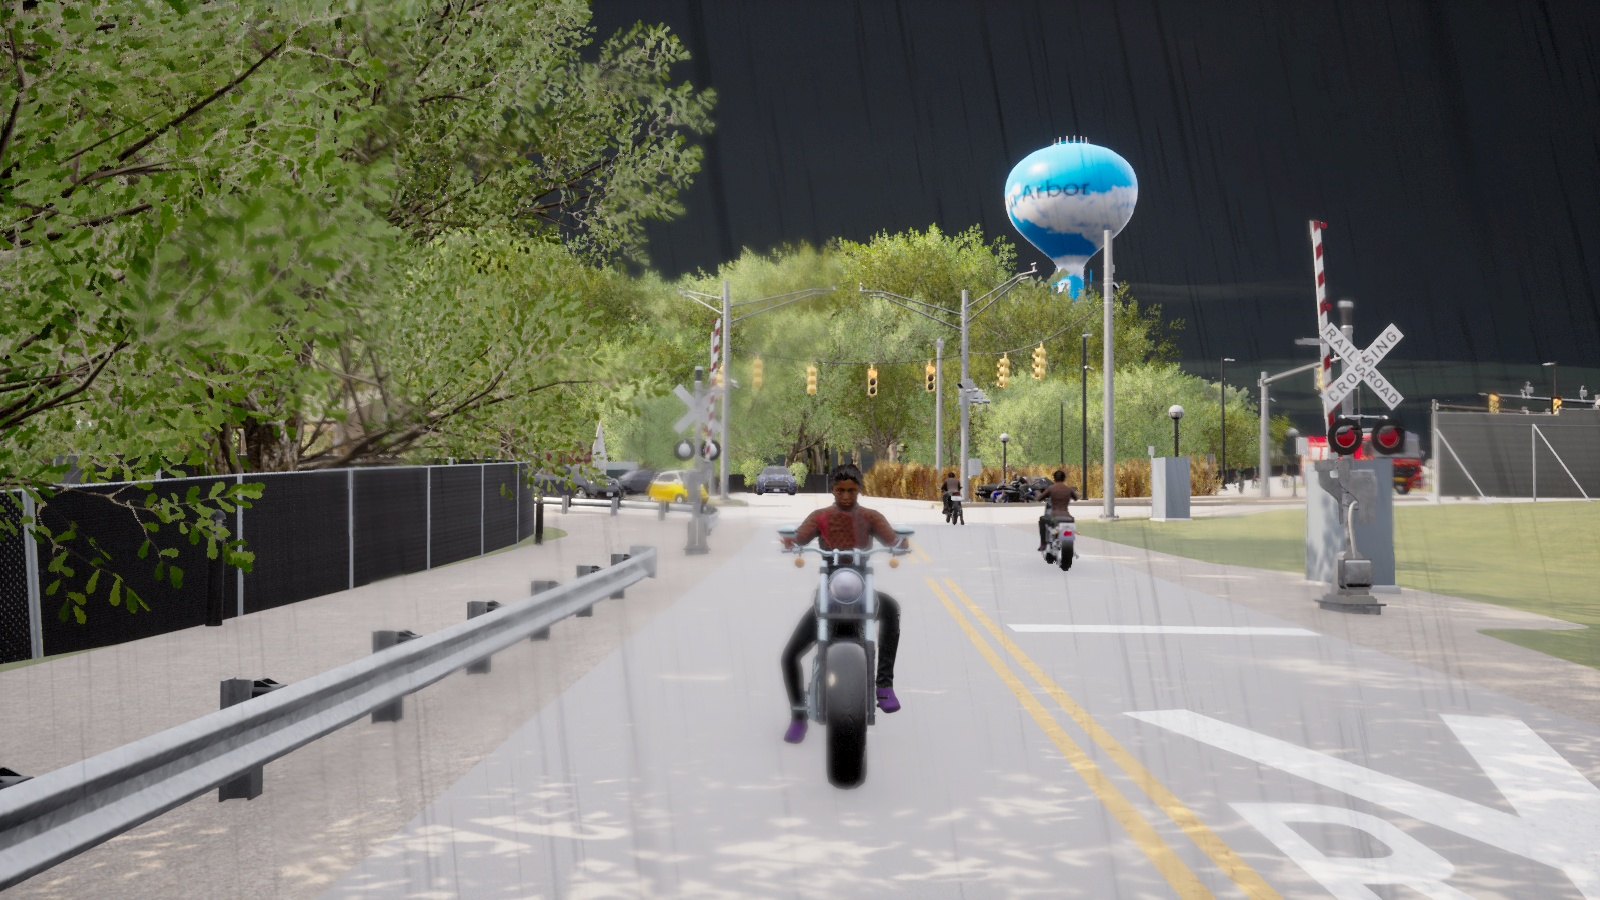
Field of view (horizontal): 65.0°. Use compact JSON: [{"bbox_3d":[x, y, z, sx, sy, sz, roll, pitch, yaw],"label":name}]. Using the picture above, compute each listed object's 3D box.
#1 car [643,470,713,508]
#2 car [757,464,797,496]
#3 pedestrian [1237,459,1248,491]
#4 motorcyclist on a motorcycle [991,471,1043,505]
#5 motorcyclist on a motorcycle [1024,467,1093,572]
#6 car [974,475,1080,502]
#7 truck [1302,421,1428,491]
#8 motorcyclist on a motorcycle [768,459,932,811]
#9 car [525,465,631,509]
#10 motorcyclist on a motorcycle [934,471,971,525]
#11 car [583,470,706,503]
[{"bbox_3d":[-4.659,1.502,47.847,2.207,1.376,1.481,-2,-3,34],"label":"car"},{"bbox_3d":[-1.344,1.677,70.501,2.097,1.767,4.553,0,-1,-3],"label":"car"},{"bbox_3d":[25.799,1.459,73.240,0.353,1.847,0.614,0,-3,-4],"label":"pedestrian"},{"bbox_3d":[9.852,1.730,57.019,2.191,1.530,0.866,0,-1,-4],"label":"motorcyclist on a motorcycle"},{"bbox_3d":[4.274,1.112,20.935,0.766,1.649,2.350,0,-1,3],"label":"motorcyclist on a motorcycle"},{"bbox_3d":[10.902,1.855,60.602,4.718,1.301,1.895,0,-1,-4],"label":"car"},{"bbox_3d":[32.599,0.409,72.909,2.891,3.827,8.468,0,-1,-5],"label":"truck"},{"bbox_3d":[0.269,0.884,7.085,0.766,1.649,2.350,0,-1,2],"label":"motorcyclist on a motorcycle"},{"bbox_3d":[-7.954,1.329,44.831,3.633,1.501,1.845,-1,-3,41],"label":"car"},{"bbox_3d":[4.416,1.370,36.557,0.797,1.523,2.044,1,-1,-1],"label":"motorcyclist on a motorcycle"},{"bbox_3d":[-7.300,1.681,59.025,5.357,1.411,2.033,-1,-1,-31],"label":"car"}]
